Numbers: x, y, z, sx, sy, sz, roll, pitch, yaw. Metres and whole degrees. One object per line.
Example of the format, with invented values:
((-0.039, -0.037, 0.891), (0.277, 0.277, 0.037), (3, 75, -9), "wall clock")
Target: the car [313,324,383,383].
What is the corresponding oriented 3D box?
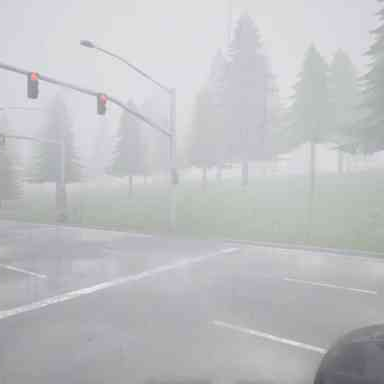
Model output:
((3.180, 1.505, 1.718), (4.892, 1.490, 1.837), (0, 0, 36), "car")
